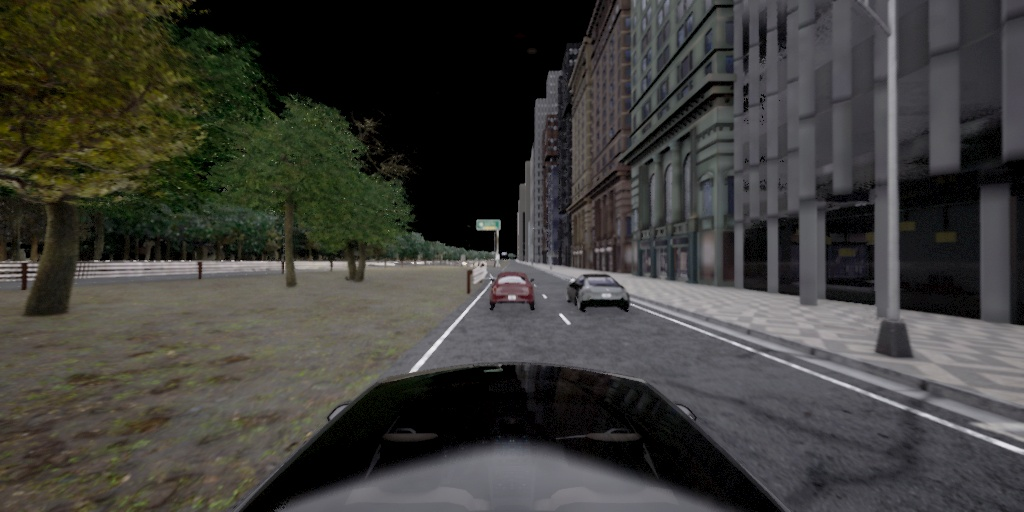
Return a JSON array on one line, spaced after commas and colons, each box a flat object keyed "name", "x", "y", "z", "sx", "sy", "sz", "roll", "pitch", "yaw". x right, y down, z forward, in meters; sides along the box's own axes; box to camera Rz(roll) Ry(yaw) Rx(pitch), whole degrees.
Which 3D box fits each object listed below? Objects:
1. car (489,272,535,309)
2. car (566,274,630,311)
[{"name": "car", "x": 0.020, "y": 1.413, "z": 15.748, "sx": 1.812, "sy": 1.442, "sz": 4.674, "roll": 0, "pitch": 0, "yaw": 0}, {"name": "car", "x": 3.516, "y": 1.448, "z": 15.290, "sx": 1.994, "sy": 1.385, "sz": 4.181, "roll": 0, "pitch": 0, "yaw": 0}]
